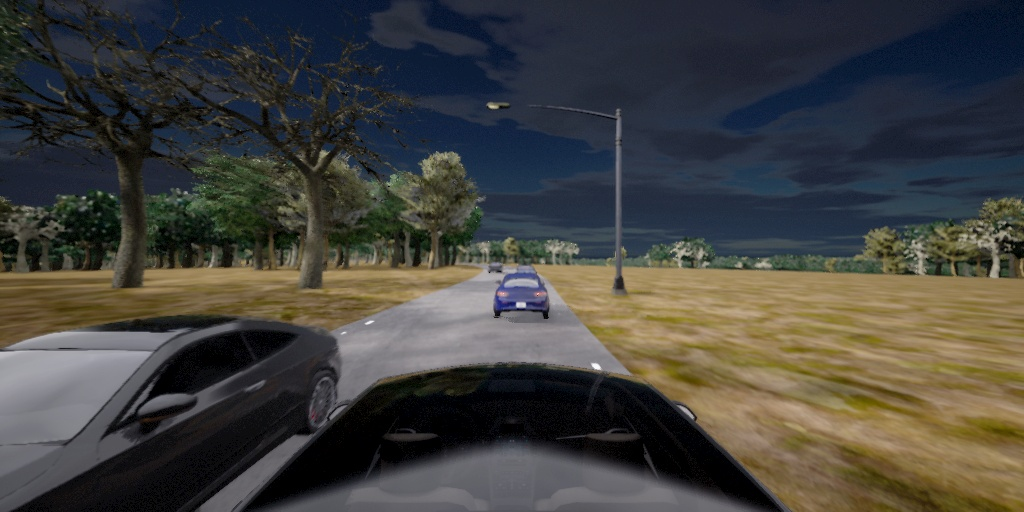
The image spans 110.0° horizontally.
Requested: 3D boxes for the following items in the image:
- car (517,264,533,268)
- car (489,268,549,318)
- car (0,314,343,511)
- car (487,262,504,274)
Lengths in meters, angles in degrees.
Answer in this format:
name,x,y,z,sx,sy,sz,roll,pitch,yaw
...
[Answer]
name,x,y,z,sx,sy,sz,roll,pitch,yaw
car,1.128,1.432,30.876,2.033,1.411,5.357,0,0,2
car,0.359,1.328,13.171,1.812,1.442,4.674,0,0,2
car,-3.057,1.277,2.801,1.812,1.442,4.674,0,0,0
car,-2.029,1.492,44.949,2.033,1.411,5.357,0,0,-1
